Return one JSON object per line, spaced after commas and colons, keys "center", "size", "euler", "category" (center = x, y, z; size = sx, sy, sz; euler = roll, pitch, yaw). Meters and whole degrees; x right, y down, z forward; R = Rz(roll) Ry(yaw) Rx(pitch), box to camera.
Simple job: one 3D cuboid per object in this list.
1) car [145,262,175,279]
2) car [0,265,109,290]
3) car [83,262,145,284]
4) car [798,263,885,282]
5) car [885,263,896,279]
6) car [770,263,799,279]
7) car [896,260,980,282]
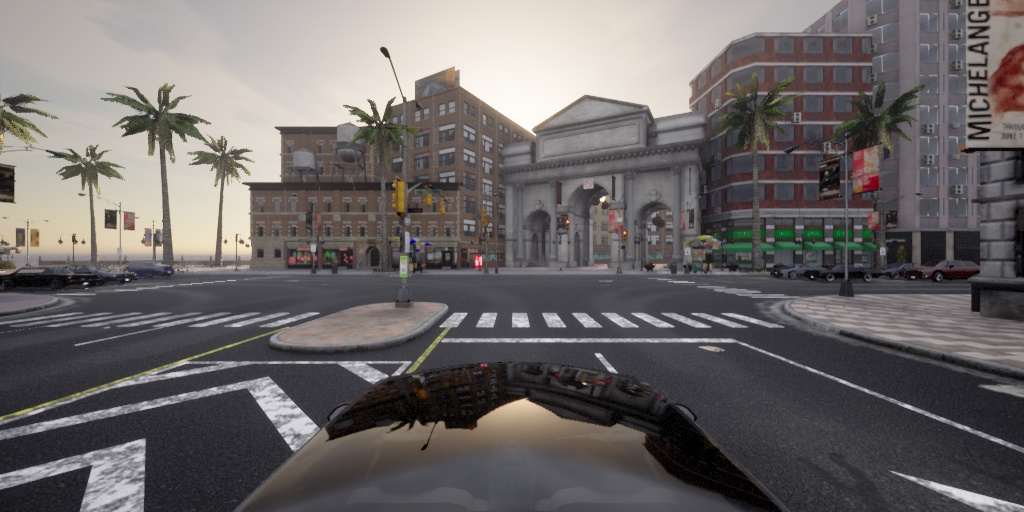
{"center": [-33.313, 1.272, 32.478], "size": [4.674, 1.442, 1.812], "euler": [0, 0, 0], "category": "car"}
{"center": [-27.957, 1.348, 21.713], "size": [4.718, 1.301, 1.895], "euler": [0, 0, 1], "category": "car"}
{"center": [-29.749, 1.294, 25.255], "size": [5.357, 1.411, 2.033], "euler": [0, 0, 0], "category": "car"}
{"center": [26.105, 1.348, 28.525], "size": [4.718, 1.301, 1.895], "euler": [0, 0, 1], "category": "car"}
{"center": [34.845, 1.294, 31.911], "size": [5.357, 1.411, 2.033], "euler": [0, 0, 1], "category": "car"}
{"center": [25.589, 1.310, 32.013], "size": [4.181, 1.385, 1.994], "euler": [0, 0, 1], "category": "car"}
{"center": [34.060, 1.099, 28.372], "size": [4.553, 1.767, 2.097], "euler": [0, 0, 2], "category": "car"}
